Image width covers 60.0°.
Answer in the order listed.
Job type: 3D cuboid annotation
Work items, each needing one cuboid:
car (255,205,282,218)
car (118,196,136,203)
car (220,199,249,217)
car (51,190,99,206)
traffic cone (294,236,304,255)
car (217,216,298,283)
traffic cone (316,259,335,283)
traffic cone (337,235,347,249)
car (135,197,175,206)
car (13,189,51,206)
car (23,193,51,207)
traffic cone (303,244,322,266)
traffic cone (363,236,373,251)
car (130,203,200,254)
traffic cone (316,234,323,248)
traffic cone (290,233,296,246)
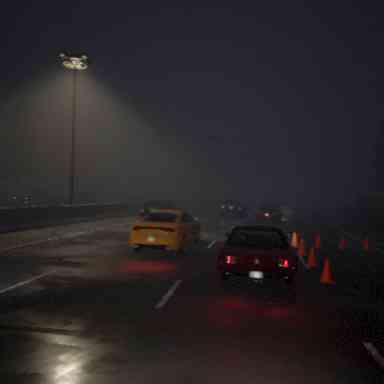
[{"bbox_3d":[6.465,1.768,27.884,1.994,1.385,4.181,2,0,18],"label":"car"},{"bbox_3d":[-7.437,1.311,41.657,2.128,1.511,4.902,2,0,21],"label":"car"},{"bbox_3d":[4.253,1.496,32.304,2.097,1.767,4.553,2,0,19],"label":"car"},{"bbox_3d":[-12.698,0.887,37.456,2.150,2.045,5.566,2,0,19],"label":"car"},{"bbox_3d":[4.209,2.084,12.721,0.340,0.580,0.340,2,0,9],"label":"traffic cone"},{"bbox_3d":[1.928,1.663,9.983,1.895,1.301,4.718,2,0,11],"label":"car"},{"bbox_3d":[3.556,2.063,8.775,0.340,0.580,0.340,2,0,9],"label":"traffic cone"},{"bbox_3d":[6.508,2.151,14.368,0.340,0.580,0.340,2,0,9],"label":"traffic cone"},{"bbox_3d":[-2.017,1.312,23.869,2.097,1.767,4.553,2,0,15],"label":"car"},{"bbox_3d":[-18.970,0.710,40.691,2.150,2.045,5.566,2,0,19],"label":"car"},{"bbox_3d":[-16.147,1.115,38.227,2.033,1.411,5.357,2,0,19],"label":"car"},{"bbox_3d":[3.882,2.074,10.748,0.340,0.580,0.340,2,0,9],"label":"traffic cone"},{"bbox_3d":[7.494,2.179,14.204,0.340,0.580,0.340,2,0,9],"label":"traffic cone"},{"bbox_3d":[-0.895,1.462,13.660,1.882,1.535,5.008,2,0,11],"label":"car"},{"bbox_3d":[5.522,2.123,14.531,0.340,0.580,0.340,2,0,9],"label":"traffic cone"},{"bbox_3d":[4.536,2.095,14.694,0.340,0.580,0.340,2,0,9],"label":"traffic cone"}]
